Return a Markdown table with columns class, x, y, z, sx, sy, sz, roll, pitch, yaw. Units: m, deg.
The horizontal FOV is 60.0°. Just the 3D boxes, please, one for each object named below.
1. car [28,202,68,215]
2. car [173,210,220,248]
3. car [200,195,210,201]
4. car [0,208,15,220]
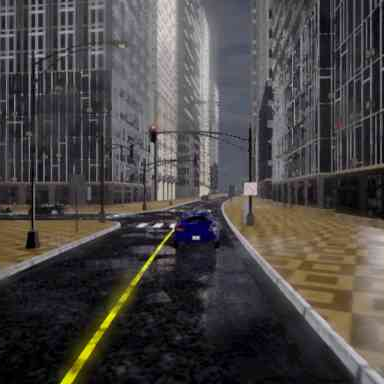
| class | x | y | z | sx | sy | sz | roll | pitch | yaw |
| --- | --- | --- | --- | --- | --- | --- | --- | --- | --- |
| car | -15.992 | 1.841 | 36.906 | 4.403 | 1.369 | 2.008 | -1 | 1 | 11 |
| car | 0.224 | 1.528 | 14.572 | 1.812 | 1.442 | 4.674 | 0 | 0 | 2 |
| car | 3.128 | 1.354 | 77.779 | 1.882 | 1.535 | 5.008 | 0 | 0 | 9 |
| car | -17.531 | 1.804 | 28.668 | 4.403 | 1.369 | 2.008 | -1 | 0 | 11 |
